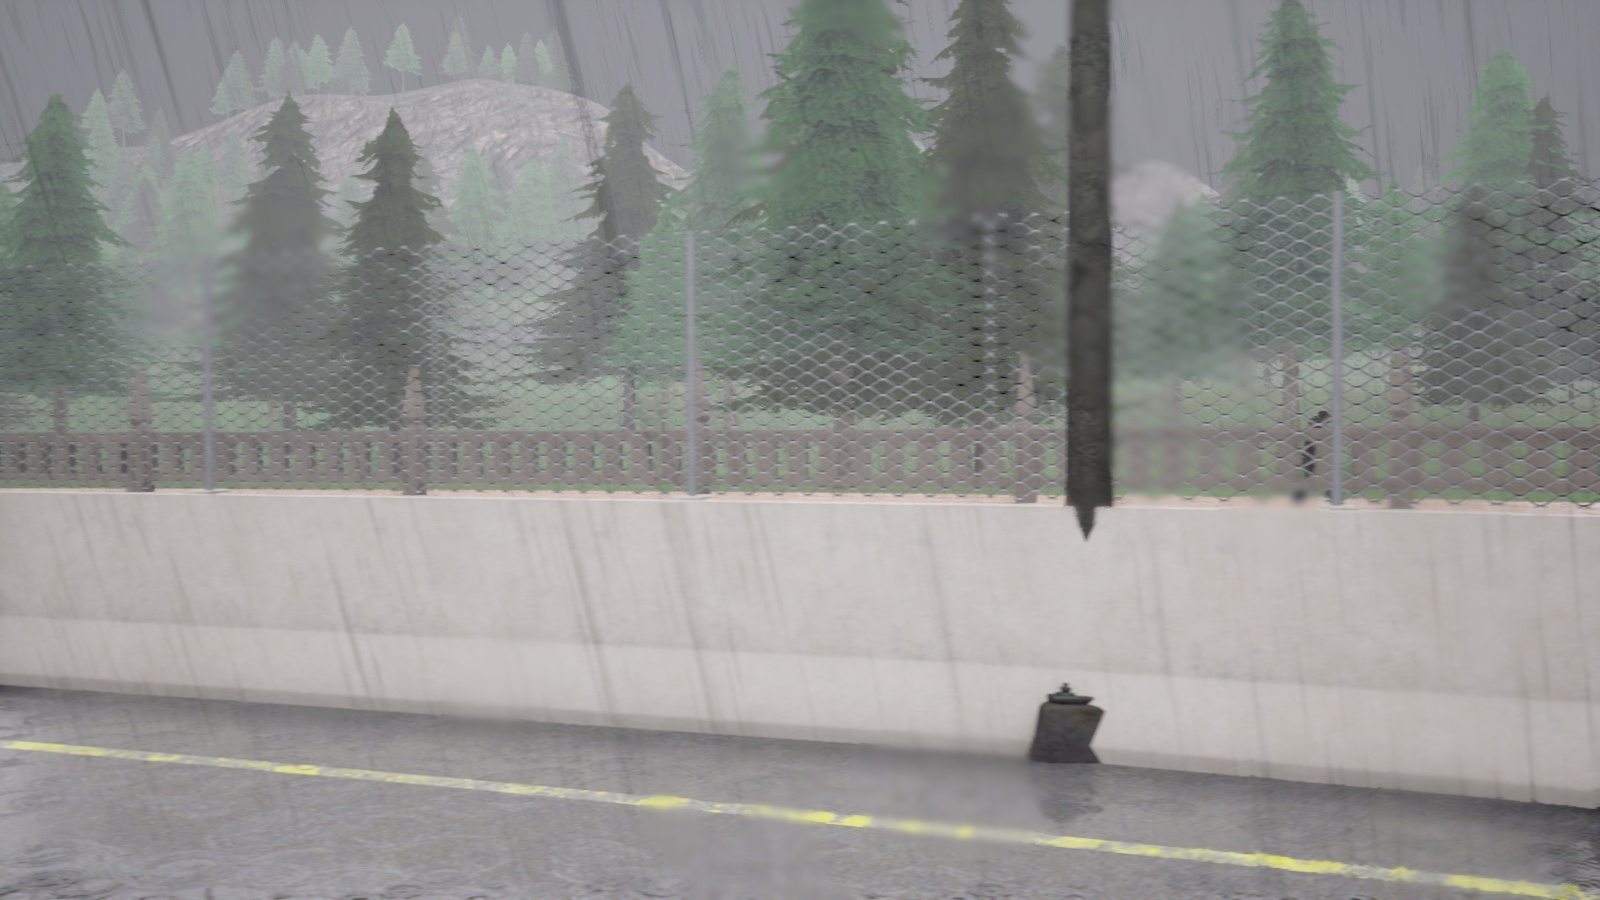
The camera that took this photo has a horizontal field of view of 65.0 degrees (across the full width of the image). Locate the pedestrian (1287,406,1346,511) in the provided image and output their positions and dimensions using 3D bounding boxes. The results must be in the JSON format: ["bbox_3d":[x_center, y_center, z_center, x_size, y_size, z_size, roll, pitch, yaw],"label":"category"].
[{"bbox_3d":[9.242,0.144,22.491,0.899,1.844,0.634,0,1,16],"label":"pedestrian"}]
